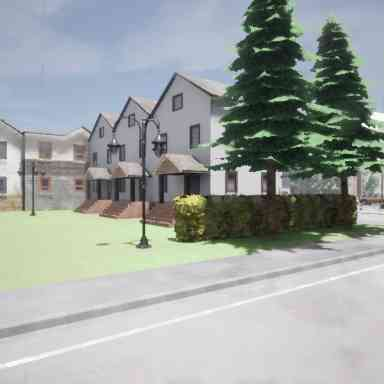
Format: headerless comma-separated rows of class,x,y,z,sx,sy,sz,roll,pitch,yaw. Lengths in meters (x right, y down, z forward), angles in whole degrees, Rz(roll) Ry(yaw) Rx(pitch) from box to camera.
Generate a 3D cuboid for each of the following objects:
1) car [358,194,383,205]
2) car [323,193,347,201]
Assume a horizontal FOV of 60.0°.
car,27.228,1.097,49.253,1.932,1.855,4.605,0,0,-36
car,32.093,1.097,74.708,1.932,1.855,4.605,0,0,-36
